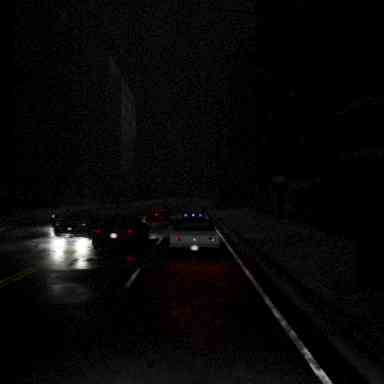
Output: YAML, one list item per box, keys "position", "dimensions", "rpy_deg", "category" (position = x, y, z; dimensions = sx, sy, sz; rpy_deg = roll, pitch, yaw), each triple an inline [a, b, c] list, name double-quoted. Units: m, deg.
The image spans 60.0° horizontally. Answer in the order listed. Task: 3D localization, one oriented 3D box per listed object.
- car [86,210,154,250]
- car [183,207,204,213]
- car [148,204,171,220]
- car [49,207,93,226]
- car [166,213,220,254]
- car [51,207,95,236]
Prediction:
- position: [-3.151, 1.756, 15.386]
  dimensions: [1.994, 1.385, 4.181]
  rpy_deg: [0, -1, 0]
  category: "car"
- position: [0.103, 1.976, 29.497]
  dimensions: [1.895, 1.301, 4.718]
  rpy_deg: [0, -1, 0]
  category: "car"
- position: [-3.136, 1.886, 31.979]
  dimensions: [1.882, 1.535, 5.008]
  rpy_deg: [0, -1, 0]
  category: "car"
- position: [-9.843, 1.950, 27.471]
  dimensions: [1.895, 1.301, 4.718]
  rpy_deg: [0, -1, 0]
  category: "car"
- position: [0.099, 1.779, 14.343]
  dimensions: [1.895, 1.301, 4.718]
  rpy_deg: [0, -1, 0]
  category: "car"
- position: [-6.596, 1.814, 19.868]
  dimensions: [1.994, 1.385, 4.181]
  rpy_deg: [0, -1, 0]
  category: "car"
